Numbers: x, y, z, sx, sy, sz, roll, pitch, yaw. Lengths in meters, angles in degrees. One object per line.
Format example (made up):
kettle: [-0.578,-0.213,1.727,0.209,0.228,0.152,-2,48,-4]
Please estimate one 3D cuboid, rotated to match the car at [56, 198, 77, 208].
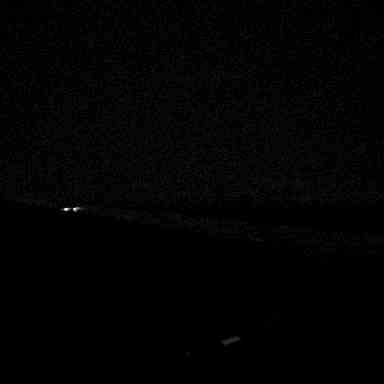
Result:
car: [-18.921,1.602,49.844,2.033,1.411,5.357,-1,1,-35]
